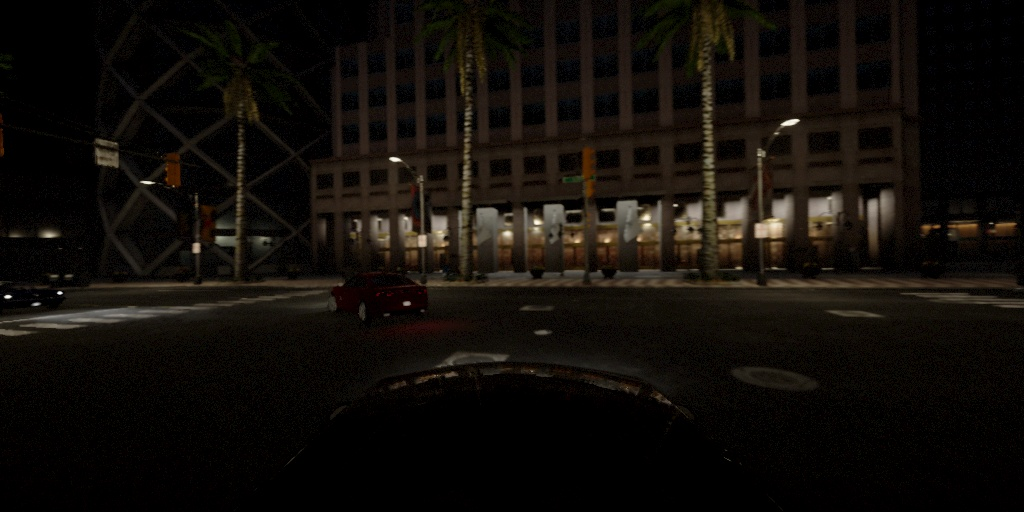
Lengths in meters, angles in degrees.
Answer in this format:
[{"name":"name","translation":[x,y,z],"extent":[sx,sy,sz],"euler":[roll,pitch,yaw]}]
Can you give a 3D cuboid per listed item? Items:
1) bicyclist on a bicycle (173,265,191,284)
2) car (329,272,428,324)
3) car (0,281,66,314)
[{"name":"bicyclist on a bicycle","translation":[-28.659,1.580,31.182],"extent":[0.582,1.620,1.656],"euler":[-1,0,2]},{"name":"car","translation":[-4.845,1.317,12.656],"extent":[1.882,1.535,5.008],"euler":[0,-1,-42]},{"name":"car","translation":[-22.210,1.761,15.542],"extent":[4.718,1.301,1.895],"euler":[-1,0,11]}]
